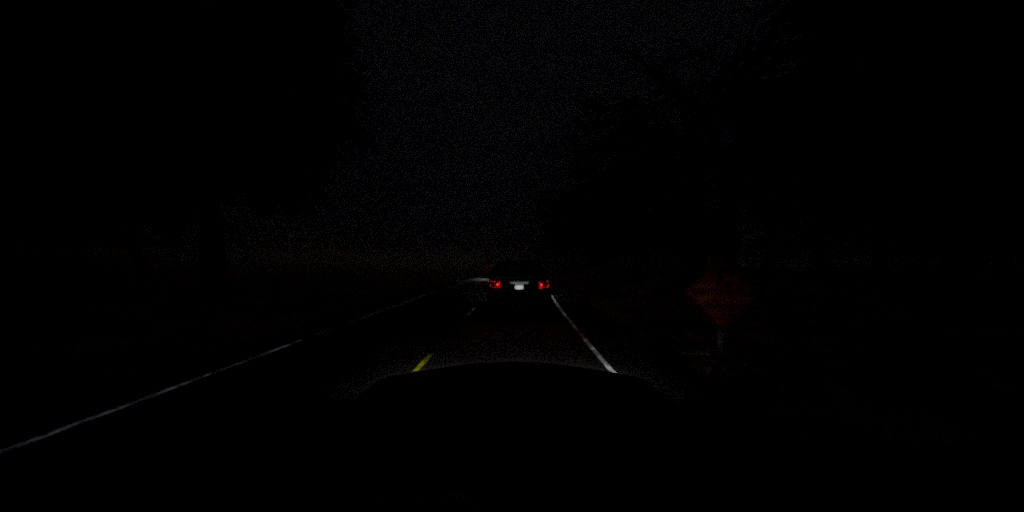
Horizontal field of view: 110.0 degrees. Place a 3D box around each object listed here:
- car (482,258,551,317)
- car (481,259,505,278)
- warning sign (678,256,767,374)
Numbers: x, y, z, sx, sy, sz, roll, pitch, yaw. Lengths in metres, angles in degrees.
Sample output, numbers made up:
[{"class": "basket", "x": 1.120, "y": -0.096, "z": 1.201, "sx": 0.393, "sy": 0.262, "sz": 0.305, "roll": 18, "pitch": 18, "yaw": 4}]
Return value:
[{"class": "car", "x": 0.310, "y": 1.111, "z": 14.042, "sx": 2.150, "sy": 2.045, "sz": 5.566, "roll": 0, "pitch": -1, "yaw": 2}, {"class": "car", "x": -2.070, "y": 1.389, "z": 40.980, "sx": 2.150, "sy": 2.045, "sz": 5.566, "roll": 0, "pitch": -1, "yaw": 3}, {"class": "warning sign", "x": 3.575, "y": 0.922, "z": 6.198, "sx": 1.300, "sy": 1.860, "sz": 1.060, "roll": 0, "pitch": 0, "yaw": 1}]
